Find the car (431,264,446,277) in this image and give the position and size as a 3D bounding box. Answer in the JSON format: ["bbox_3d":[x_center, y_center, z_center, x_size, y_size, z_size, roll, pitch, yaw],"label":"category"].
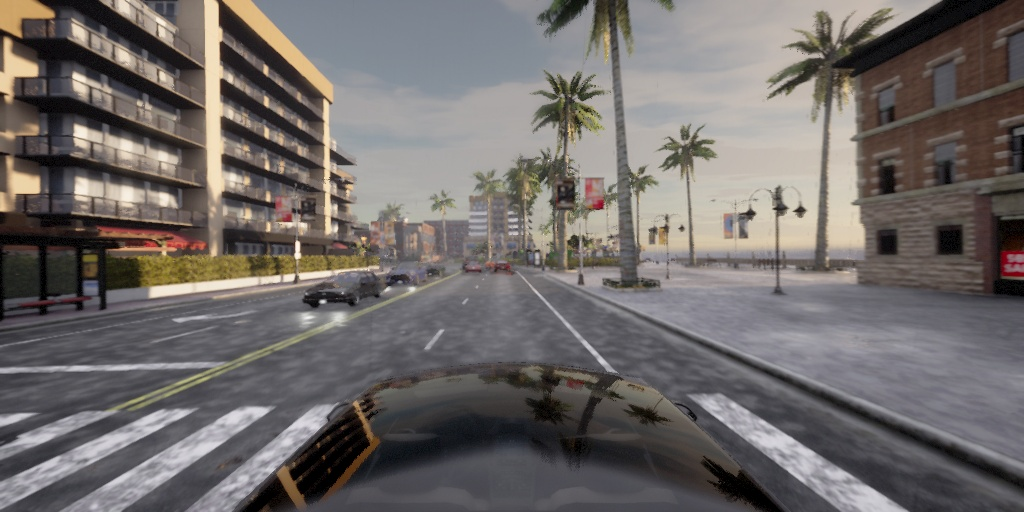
[{"bbox_3d":[-8.054,1.445,37.152,1.895,1.301,4.718,-1,0,-2],"label":"car"}]

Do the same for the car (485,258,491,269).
[{"bbox_3d":[-2.795,1.098,55.044,2.097,1.767,4.553,-1,0,-13],"label":"car"}]

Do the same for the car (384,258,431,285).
[{"bbox_3d":[-7.722,1.201,26.735,2.097,1.767,4.553,-1,0,-2],"label":"car"}]

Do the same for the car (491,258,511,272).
[{"bbox_3d":[-1.270,1.209,44.977,1.882,1.535,5.008,-1,0,-5],"label":"car"}]

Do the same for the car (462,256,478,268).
[{"bbox_3d":[-6.229,1.022,54.353,2.150,2.045,5.566,-1,0,-13],"label":"car"}]

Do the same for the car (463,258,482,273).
[{"bbox_3d":[-4.744,1.350,44.508,1.994,1.385,4.181,-1,0,-5],"label":"car"}]

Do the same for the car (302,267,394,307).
[{"bbox_3d":[-7.447,1.401,16.644,2.033,1.411,5.357,-1,0,-2],"label":"car"}]
